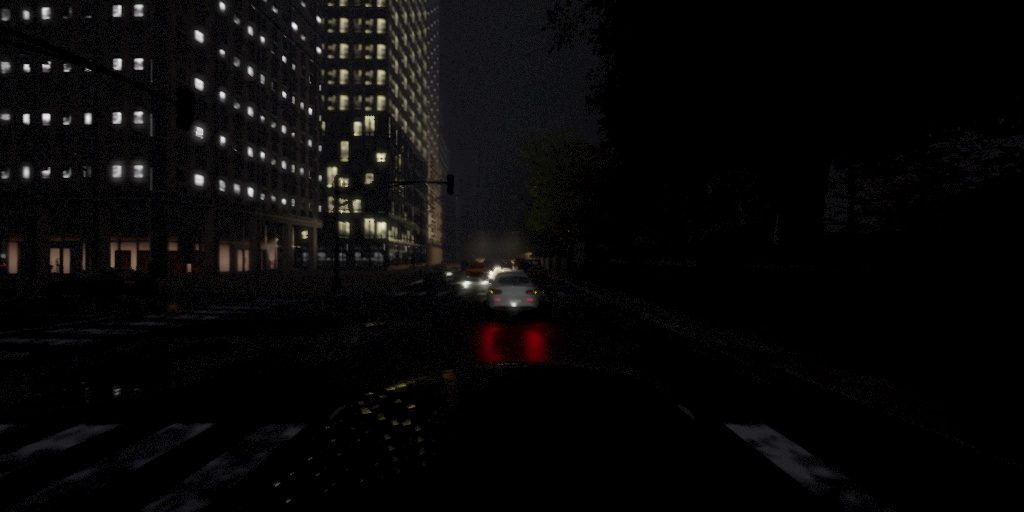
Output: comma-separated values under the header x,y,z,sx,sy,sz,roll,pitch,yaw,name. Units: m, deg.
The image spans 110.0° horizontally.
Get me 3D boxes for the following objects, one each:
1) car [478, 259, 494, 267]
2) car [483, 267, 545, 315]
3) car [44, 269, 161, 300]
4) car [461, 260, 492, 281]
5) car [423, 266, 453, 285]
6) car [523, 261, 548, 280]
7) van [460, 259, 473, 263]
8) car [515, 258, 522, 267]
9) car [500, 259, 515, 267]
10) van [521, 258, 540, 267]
x,y,z,sx,sy,sz,roll,pitch,yaw,name
-3.470,1.478,49.892,1.812,1.442,4.674,0,0,-1,car
0.049,1.325,13.786,1.812,1.442,4.674,0,0,0,car
-18.004,1.210,15.858,4.207,1.307,1.802,0,0,4,car
-3.126,1.361,32.521,1.882,1.535,5.008,0,0,-1,car
-5.502,1.413,27.007,2.007,1.370,4.403,0,0,-1,car
2.285,1.406,33.024,1.751,1.417,4.829,0,0,-1,car
-6.087,1.293,49.184,1.690,1.789,3.998,0,0,-1,van
1.779,1.493,55.196,1.751,1.417,4.829,0,0,-2,car
-0.838,1.469,56.950,2.128,1.511,4.902,0,0,-2,car
2.186,1.244,38.398,1.690,1.789,3.998,0,0,-1,van
